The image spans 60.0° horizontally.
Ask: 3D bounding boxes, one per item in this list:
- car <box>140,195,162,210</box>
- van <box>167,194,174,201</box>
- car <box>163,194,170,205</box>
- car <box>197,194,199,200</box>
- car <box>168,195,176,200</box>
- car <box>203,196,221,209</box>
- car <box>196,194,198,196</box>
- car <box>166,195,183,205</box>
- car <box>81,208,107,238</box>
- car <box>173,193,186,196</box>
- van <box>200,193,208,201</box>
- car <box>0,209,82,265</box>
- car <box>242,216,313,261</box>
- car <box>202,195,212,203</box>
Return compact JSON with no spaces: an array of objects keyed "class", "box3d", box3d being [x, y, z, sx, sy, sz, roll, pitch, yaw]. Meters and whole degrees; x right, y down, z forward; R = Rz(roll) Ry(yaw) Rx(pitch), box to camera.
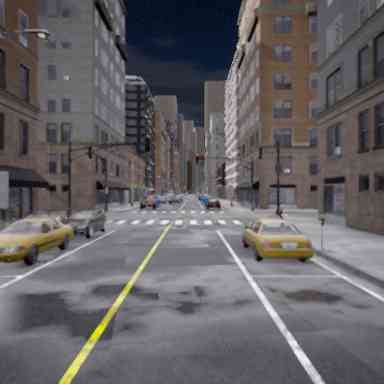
[{"class":"car","box3d":[-5.678,1.325,44.183,2.192,1.841,5.009,0,0,0]},{"class":"van","box3d":[-5.686,1.373,88.194,1.690,1.788,3.998,0,0,0]},{"class":"car","box3d":[-5.681,1.459,60.686,1.967,1.590,4.097,0,0,0]},{"class":"car","box3d":[2.841,1.611,82.693,1.802,1.307,4.206,0,0,0]},{"class":"car","box3d":[-5.687,1.586,93.694,2.008,1.369,4.403,0,0,0]},{"class":"car","box3d":[2.848,1.555,44.183,1.887,1.381,4.507,0,0,0]},{"class":"car","box3d":[2.839,1.617,93.695,1.802,1.307,4.206,0,0,0]},{"class":"car","box3d":[-3.052,1.619,59.219,1.895,1.301,4.718,0,0,1]},{"class":"car","box3d":[-5.673,1.551,17.408,2.008,1.369,4.403,0,0,0]},{"class":"car","box3d":[-3.015,1.483,74.590,1.882,1.535,5.008,0,0,0]},{"class":"van","box3d":[2.844,1.360,60.688,1.690,1.788,3.998,0,0,0]},{"class":"car","box3d":[-5.672,1.525,11.713,1.752,1.417,4.829,0,0,0]},{"class":"car","box3d":[2.854,1.525,12.054,1.752,1.417,4.829,0,0,0]},{"class":"car","box3d":[2.847,1.579,49.685,1.947,1.339,4.313,0,0,0]}]
